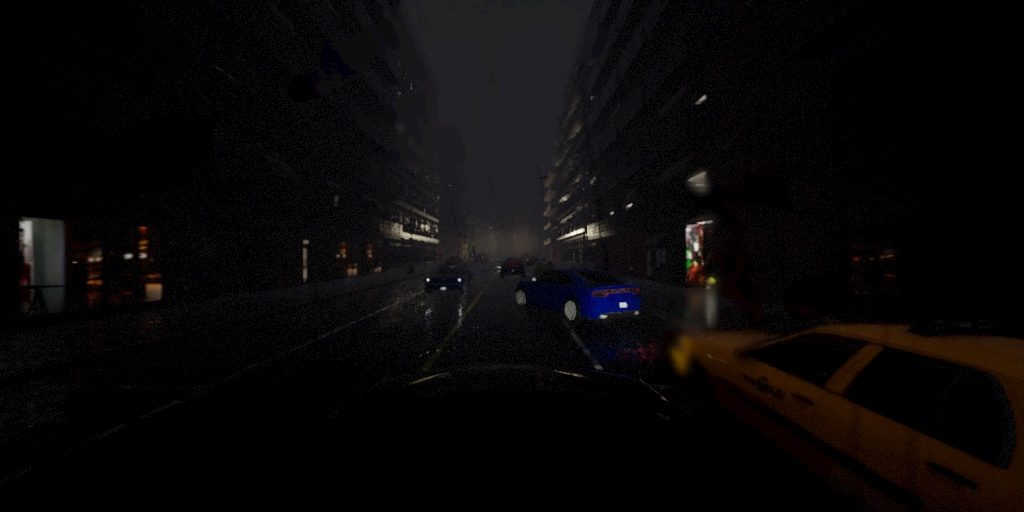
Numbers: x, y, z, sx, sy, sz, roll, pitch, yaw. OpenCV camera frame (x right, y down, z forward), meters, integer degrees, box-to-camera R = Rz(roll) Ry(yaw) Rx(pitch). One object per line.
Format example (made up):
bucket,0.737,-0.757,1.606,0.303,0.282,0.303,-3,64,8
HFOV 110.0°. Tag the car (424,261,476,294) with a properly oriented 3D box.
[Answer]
car,-3.097,1.137,18.411,1.895,1.301,4.718,0,1,0

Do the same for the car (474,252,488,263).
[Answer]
car,-5.812,0.511,63.958,2.007,1.370,4.403,0,0,0

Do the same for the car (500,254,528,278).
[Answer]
car,0.078,0.882,28.851,1.882,1.535,5.008,0,1,0

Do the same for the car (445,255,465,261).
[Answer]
car,-5.704,0.752,36.120,1.967,1.591,4.097,0,0,0

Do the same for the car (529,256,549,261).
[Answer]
car,2.704,0.908,30.689,1.751,1.417,4.829,0,0,0

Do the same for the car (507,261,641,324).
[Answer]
car,1.854,1.100,11.700,1.882,1.535,5.008,-1,1,-26

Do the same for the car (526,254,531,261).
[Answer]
car,2.769,0.729,47.863,1.948,1.339,4.313,0,0,0

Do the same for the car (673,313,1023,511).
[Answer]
car,3.151,1.192,2.852,1.801,1.575,5.366,0,1,0
